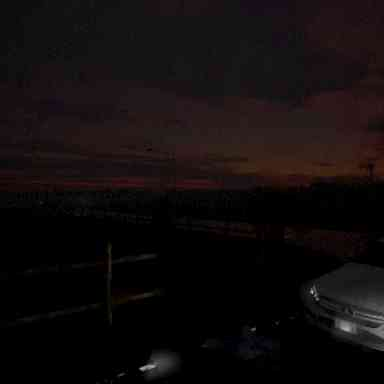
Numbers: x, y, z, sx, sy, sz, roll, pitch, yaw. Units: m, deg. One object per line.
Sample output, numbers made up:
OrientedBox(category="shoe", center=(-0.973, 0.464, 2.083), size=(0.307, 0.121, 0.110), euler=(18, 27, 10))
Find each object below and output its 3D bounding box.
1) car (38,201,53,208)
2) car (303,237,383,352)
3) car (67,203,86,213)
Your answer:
OrientedBox(category="car", center=(-35.501, 3.119, 81.657), size=(2.033, 1.411, 5.357), euler=(0, -1, -35))
OrientedBox(category="car", center=(3.926, 1.501, 5.766), size=(4.674, 1.442, 1.812), euler=(0, 0, -36))
OrientedBox(category="car", center=(-17.697, 2.390, 50.926), size=(2.128, 1.511, 4.902), euler=(0, -1, -35))
